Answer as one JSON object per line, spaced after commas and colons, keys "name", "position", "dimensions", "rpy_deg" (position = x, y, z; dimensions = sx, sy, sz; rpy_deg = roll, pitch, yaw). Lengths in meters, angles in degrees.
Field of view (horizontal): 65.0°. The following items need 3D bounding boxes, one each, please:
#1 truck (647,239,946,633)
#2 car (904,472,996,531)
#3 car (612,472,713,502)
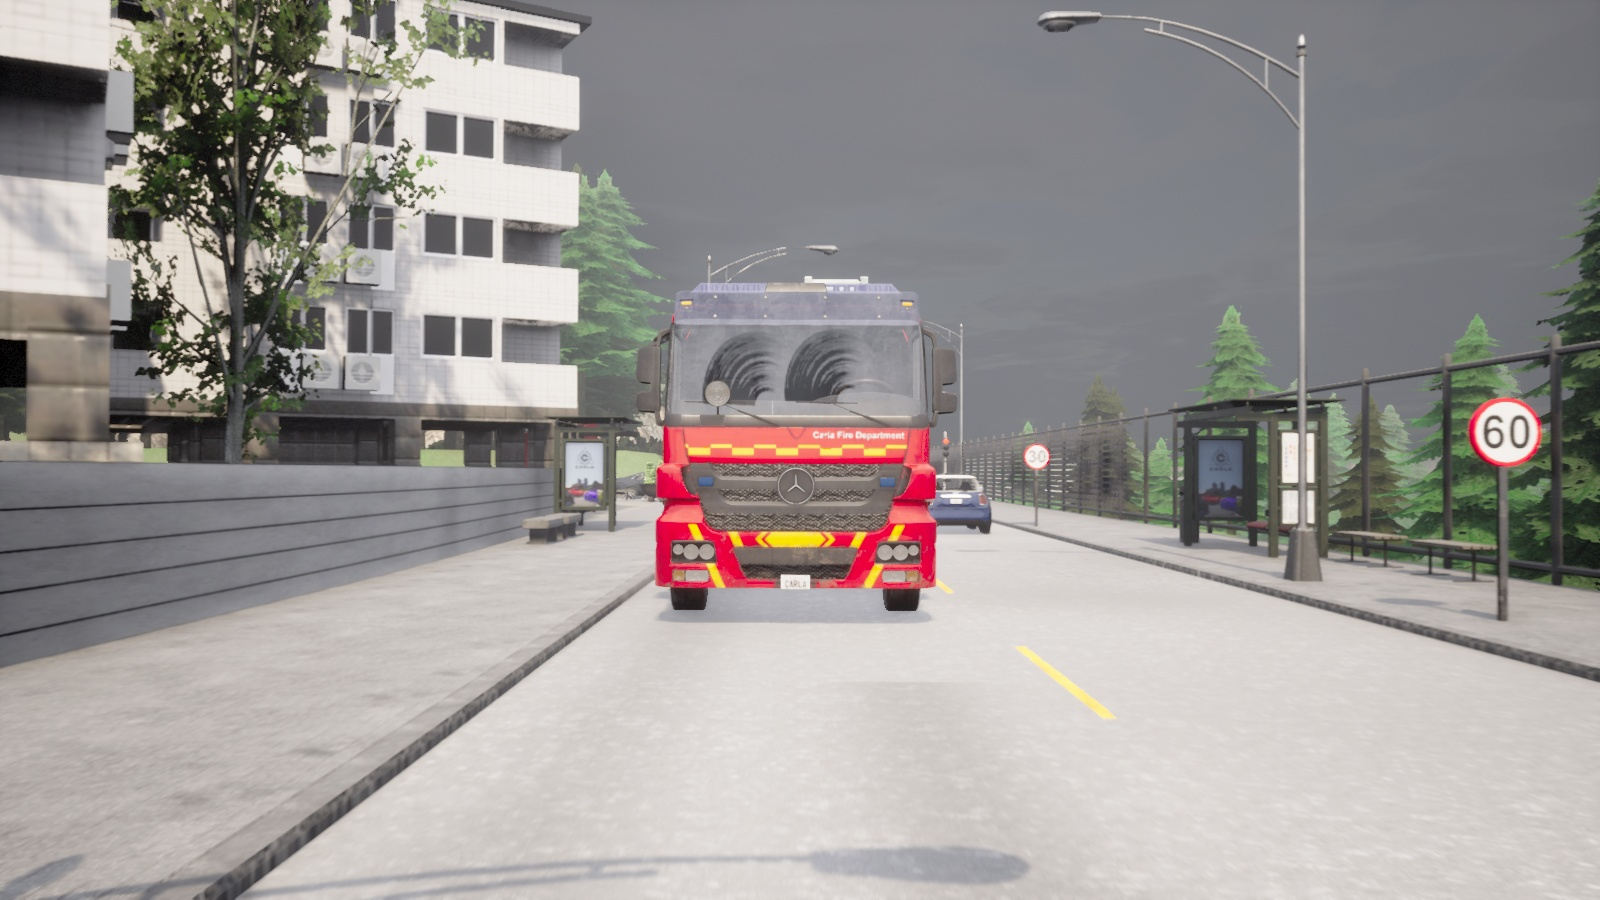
{"name": "truck", "position": [-0.047, -0.074, 16.472], "dimensions": [2.891, 3.827, 8.468], "rpy_deg": [0, -1, 0]}
{"name": "car", "position": [3.912, 1.323, 33.383], "dimensions": [1.970, 1.475, 3.806], "rpy_deg": [0, -1, 0]}
{"name": "car", "position": [-7.043, 1.884, 64.832], "dimensions": [4.902, 1.511, 2.128], "rpy_deg": [0, -1, 3]}
